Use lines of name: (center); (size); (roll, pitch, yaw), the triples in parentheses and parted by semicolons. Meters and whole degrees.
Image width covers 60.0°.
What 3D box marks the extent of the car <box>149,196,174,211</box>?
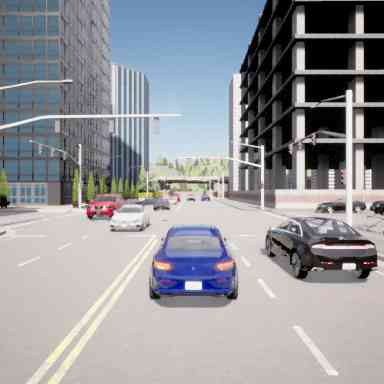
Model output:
car: (-3.680, 1.547, 41.545); (2.033, 1.411, 5.357); (0, 0, 0)

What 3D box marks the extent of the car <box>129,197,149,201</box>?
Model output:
car: (-7.494, 1.547, 42.485); (2.033, 1.411, 5.357); (0, 0, 5)

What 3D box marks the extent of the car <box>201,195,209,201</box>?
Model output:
car: (3.332, 1.483, 86.991); (1.837, 1.490, 4.892); (0, 0, 0)

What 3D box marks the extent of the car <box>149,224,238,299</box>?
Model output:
car: (0.044, 1.526, 8.314); (1.812, 1.442, 4.674); (0, 0, 0)

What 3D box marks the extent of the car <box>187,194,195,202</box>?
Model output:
car: (-0.152, 1.593, 78.251); (1.895, 1.301, 4.718); (0, 0, 0)

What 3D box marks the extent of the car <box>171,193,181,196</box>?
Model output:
car: (-3.639, 1.225, 71.728); (2.150, 2.045, 5.566); (0, 0, 0)

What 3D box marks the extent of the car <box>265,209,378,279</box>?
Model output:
car: (3.560, 1.492, 10.038); (2.128, 1.511, 4.902); (0, 0, -1)

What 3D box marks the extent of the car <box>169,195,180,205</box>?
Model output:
car: (-3.694, 1.601, 58.783); (1.895, 1.301, 4.718); (0, 0, 0)

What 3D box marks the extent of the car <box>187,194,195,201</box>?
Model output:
car: (-0.168, 1.339, 86.954); (2.097, 1.767, 4.553); (0, 0, 0)

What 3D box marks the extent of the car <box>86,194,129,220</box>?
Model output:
car: (-7.152, 1.194, 28.137); (2.150, 2.045, 5.566); (0, 0, 0)

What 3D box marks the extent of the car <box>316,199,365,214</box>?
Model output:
car: (15.516, 1.436, 34.631); (4.902, 1.511, 2.128); (0, 0, 0)

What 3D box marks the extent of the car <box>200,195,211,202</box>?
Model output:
car: (3.349, 1.522, 77.916); (1.812, 1.442, 4.674); (0, 0, 0)

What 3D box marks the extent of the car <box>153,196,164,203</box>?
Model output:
car: (-7.139, 1.595, 71.865); (1.895, 1.301, 4.718); (0, 0, 0)

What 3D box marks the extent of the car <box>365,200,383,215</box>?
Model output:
car: (19.762, 1.166, 31.142); (5.566, 2.045, 2.150); (0, 0, 0)

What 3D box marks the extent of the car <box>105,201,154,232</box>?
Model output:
car: (-3.639, 1.506, 20.123); (1.812, 1.442, 4.674); (0, 0, 0)
